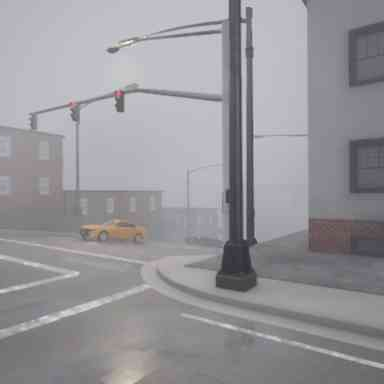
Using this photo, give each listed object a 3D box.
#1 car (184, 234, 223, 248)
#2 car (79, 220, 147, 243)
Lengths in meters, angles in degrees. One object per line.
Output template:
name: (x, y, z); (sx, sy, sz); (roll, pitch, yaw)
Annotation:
car: (1.211, 4.673, 31.863); (1.895, 1.301, 4.718); (0, -14, 35)
car: (-5.301, 2.652, 22.822); (1.882, 1.535, 5.008); (-1, -9, 37)
